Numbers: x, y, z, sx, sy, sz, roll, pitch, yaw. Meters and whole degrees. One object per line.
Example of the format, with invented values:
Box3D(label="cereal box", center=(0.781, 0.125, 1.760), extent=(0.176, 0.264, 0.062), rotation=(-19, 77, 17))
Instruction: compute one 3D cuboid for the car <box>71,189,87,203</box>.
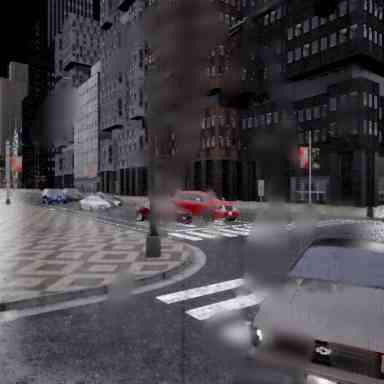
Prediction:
Box3D(label="car", center=(-17.303, 0.537, 48.367), extent=(2.150, 2.045, 5.566), rotation=(0, 1, -37))

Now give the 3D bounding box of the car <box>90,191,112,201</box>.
Box3D(label="car", center=(-15.820, 0.683, 57.656), extent=(1.882, 1.535, 5.008), rotation=(0, 1, -36))

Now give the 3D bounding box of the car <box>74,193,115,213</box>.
Box3D(label="car", center=(-9.374, 1.111, 31.814), extent=(1.812, 1.442, 4.674), rotation=(0, 1, -36))

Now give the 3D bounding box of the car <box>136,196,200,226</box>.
Box3D(label="car", center=(-1.902, 1.242, 21.529), extent=(1.882, 1.535, 5.008), rotation=(0, 1, -35))

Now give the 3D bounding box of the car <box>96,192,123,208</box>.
Box3D(label="car", center=(-9.462, 1.007, 37.510), extent=(2.128, 1.511, 4.902), rotation=(0, 1, -36))

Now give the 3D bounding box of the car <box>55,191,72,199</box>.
Box3D(label="car", center=(-25.132, 0.509, 64.948), extent=(1.882, 1.535, 5.008), rotation=(0, 1, -36))

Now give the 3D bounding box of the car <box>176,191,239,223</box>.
Box3D(label="car", center=(0.787, 0.984, 23.425), extent=(2.150, 2.045, 5.566), rotation=(0, 1, -37))

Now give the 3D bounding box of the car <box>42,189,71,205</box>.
Box3D(label="car", center=(-18.383, 0.581, 44.307), extent=(2.150, 2.045, 5.566), rotation=(0, 1, -36))

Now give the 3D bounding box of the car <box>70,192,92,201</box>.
Box3D(label="car", center=(-18.923, 0.744, 56.424), extent=(2.033, 1.411, 5.357), rotation=(0, 1, -36))

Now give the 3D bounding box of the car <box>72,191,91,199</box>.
Box3D(label="car", center=(-21.985, 0.531, 66.145), extent=(2.128, 1.511, 4.902), rotation=(0, 1, -36))

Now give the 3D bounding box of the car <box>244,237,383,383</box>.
Box3D(label="car", center=(2.672, 1.545, 5.644), extent=(2.033, 1.411, 5.357), rotation=(0, 0, 31))
